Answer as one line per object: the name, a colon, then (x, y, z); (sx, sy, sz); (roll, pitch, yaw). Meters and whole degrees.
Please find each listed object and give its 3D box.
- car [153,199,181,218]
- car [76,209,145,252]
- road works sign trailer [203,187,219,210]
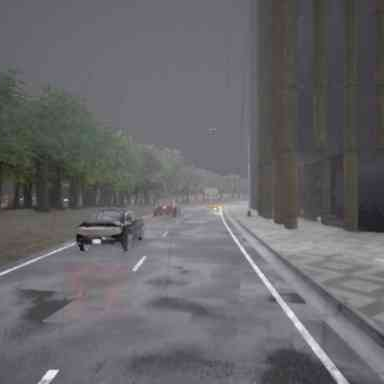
car: (-2.293, 1.428, 31.558); (2.097, 1.767, 4.553); (0, -1, 4)
car: (-3.154, 1.456, 13.658); (2.128, 1.511, 4.902); (0, 0, 2)
road works sign trailer: (2.981, 0.963, 52.177); (2.380, 3.560, 2.880); (0, -1, 1)
